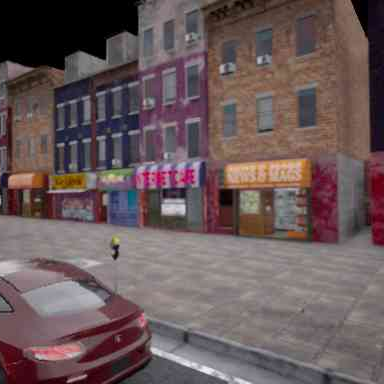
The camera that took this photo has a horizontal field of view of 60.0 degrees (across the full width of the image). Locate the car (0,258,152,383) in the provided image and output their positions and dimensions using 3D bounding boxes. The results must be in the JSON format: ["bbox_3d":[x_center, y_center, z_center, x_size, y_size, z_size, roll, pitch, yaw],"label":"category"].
[{"bbox_3d":[-2.408,1.585,4.542,4.206,1.307,1.802,0,-1,36],"label":"car"}]
